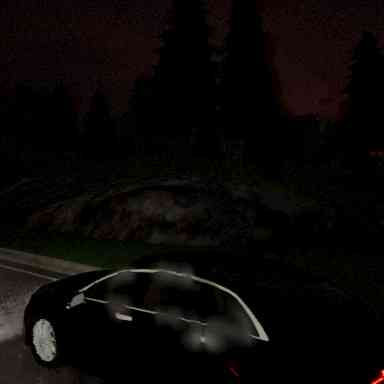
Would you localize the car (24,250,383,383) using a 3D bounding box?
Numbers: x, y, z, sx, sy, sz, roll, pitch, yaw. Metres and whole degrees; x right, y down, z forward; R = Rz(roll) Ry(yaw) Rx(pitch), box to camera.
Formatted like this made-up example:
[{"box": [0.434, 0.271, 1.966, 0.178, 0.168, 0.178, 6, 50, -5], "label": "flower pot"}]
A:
[{"box": [-0.153, 1.504, 4.102, 4.892, 1.490, 1.837, 0, 0, 35], "label": "car"}]
